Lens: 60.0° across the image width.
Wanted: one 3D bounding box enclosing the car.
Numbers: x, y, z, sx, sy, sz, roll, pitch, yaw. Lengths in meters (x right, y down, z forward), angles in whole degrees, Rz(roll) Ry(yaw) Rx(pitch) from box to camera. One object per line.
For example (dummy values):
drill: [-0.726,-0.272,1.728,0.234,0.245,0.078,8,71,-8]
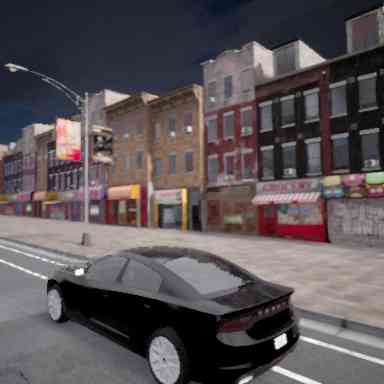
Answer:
car: [-0.735,1.660,5.689,5.008,1.535,1.882,-1,-2,44]
